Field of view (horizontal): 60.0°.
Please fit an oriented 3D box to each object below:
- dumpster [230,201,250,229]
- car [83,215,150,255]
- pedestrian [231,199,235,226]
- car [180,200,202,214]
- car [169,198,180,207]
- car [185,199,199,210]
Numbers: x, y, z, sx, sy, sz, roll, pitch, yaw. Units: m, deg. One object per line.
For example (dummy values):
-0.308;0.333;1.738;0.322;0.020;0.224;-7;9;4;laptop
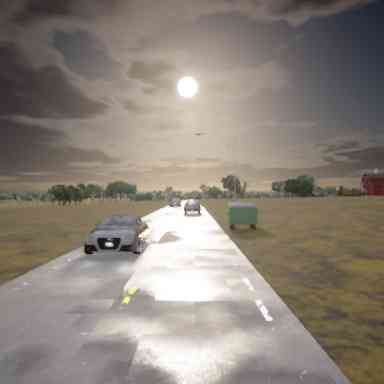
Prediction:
3.129;1.492;21.730;1.020;1.700;1.940;0;0;0;dumpster
-2.847;1.614;13.381;1.994;1.385;4.181;0;0;0;car
2.829;1.348;22.733;0.375;1.860;0.375;0;0;-10;pedestrian
0.063;1.682;37.643;2.128;1.511;4.902;0;0;1;car
-2.789;1.819;56.225;2.128;1.511;4.902;0;-1;1;car
0.011;1.809;48.427;2.033;1.411;5.357;0;0;0;car
